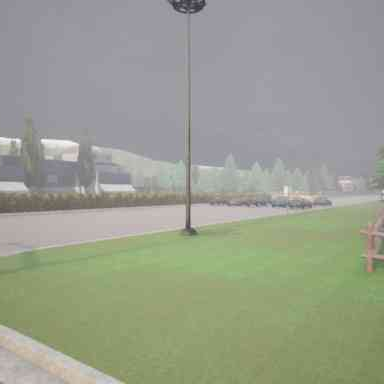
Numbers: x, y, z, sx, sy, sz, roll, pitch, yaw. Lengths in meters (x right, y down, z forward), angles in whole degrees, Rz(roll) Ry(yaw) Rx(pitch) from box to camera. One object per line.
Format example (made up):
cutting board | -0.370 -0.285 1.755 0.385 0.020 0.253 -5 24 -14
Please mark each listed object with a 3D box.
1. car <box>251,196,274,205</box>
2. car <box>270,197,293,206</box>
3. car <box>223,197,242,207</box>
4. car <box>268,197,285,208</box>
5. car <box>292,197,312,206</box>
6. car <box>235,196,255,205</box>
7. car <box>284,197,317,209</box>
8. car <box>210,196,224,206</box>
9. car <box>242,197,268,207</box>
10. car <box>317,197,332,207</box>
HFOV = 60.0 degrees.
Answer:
car | 12.688 1.537 59.517 2.033 1.411 5.357 0 0 36
car | 15.506 1.539 57.441 2.033 1.411 5.357 0 0 36
car | 7.259 1.554 52.047 1.994 1.385 4.181 0 0 37
car | 13.174 1.557 48.274 1.994 1.385 4.181 0 0 37
car | 18.342 1.594 55.389 1.895 1.301 4.718 0 0 36
car | 9.870 1.552 61.593 1.994 1.385 4.181 0 0 36
car | 14.515 1.486 44.220 2.128 1.511 4.902 0 0 37
car | 4.764 1.493 54.560 1.837 1.490 4.892 0 0 37
car | 9.842 1.496 49.662 1.837 1.490 4.892 0 0 37
car | 20.648 1.542 52.618 2.033 1.411 5.357 0 0 36
